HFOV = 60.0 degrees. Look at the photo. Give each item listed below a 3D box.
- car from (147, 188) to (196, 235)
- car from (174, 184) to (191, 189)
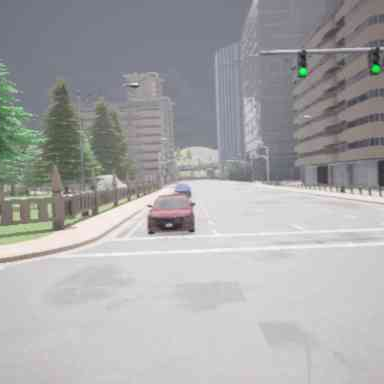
[{"bbox_3d":[-0.885,0.859,14.945,1.882,1.535,5.008,-2,3,0],"label":"car"},{"bbox_3d":[-1.115,-0.199,39.305,1.882,1.535,5.008,-2,3,0],"label":"car"}]
